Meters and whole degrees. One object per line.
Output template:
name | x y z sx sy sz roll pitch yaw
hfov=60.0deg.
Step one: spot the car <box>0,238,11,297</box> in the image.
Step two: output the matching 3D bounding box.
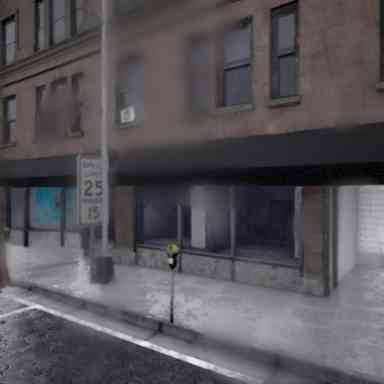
car | -5.877 1.400 7.135 5.009 1.841 2.192 -1 0 35
